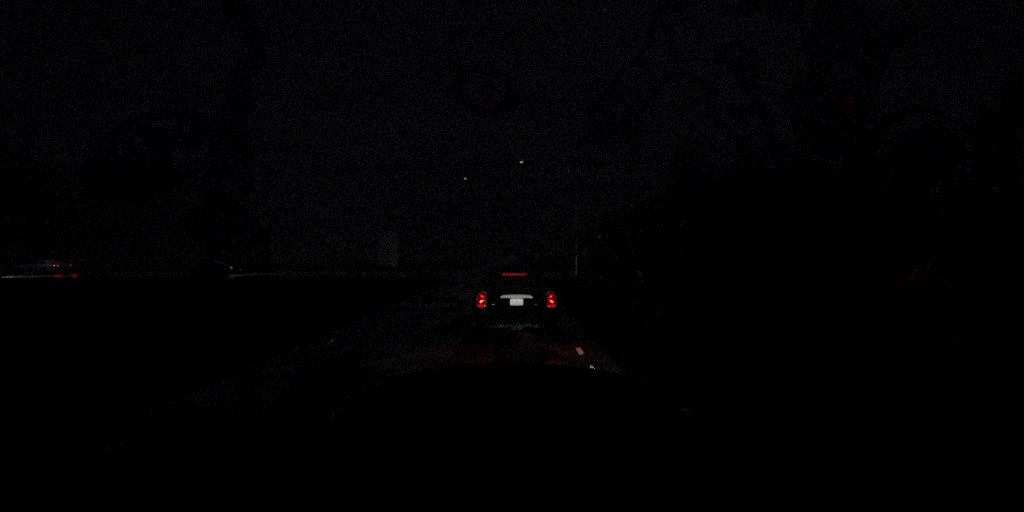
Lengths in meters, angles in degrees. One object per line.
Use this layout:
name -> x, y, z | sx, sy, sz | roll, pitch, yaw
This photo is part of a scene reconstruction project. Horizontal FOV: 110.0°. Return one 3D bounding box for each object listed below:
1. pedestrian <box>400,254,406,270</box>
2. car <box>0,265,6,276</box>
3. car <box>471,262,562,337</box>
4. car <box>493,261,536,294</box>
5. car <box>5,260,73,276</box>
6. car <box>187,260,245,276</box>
pedestrian -> -12.087, 0.653, 39.658 | 0.375, 1.860, 0.375 | 0, 2, 0
car -> -50.435, 1.210, 33.732 | 4.902, 1.511, 2.128 | -1, 2, 0
car -> 0.113, 1.024, 10.135 | 2.097, 1.767, 4.553 | 0, 1, 0
car -> 0.129, 1.073, 20.021 | 2.128, 1.511, 4.902 | 0, 1, 0
car -> -47.772, 1.117, 36.555 | 4.674, 1.442, 1.812 | -1, 2, 0
car -> -27.804, 1.081, 33.676 | 4.674, 1.442, 1.812 | 0, 2, 0
